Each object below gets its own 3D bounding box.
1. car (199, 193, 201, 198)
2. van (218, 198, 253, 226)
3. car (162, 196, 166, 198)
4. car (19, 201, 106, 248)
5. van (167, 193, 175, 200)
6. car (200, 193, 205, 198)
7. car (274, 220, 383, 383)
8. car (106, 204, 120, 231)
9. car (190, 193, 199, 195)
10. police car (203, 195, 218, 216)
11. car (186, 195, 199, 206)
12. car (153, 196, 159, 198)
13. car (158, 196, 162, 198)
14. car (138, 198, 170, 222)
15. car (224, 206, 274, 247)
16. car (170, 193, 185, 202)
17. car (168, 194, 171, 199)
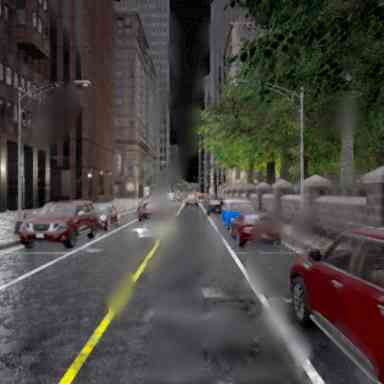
[{"bbox_3d":[2.770,1.314,53.789,2.192,1.841,5.009,0,0,0],"label":"car"},{"bbox_3d":[2.765,1.368,20.642,1.690,1.788,3.998,0,0,0],"label":"van"},{"bbox_3d":[-5.756,1.439,53.779,1.967,1.590,4.097,0,0,0],"label":"car"},{"bbox_3d":[-5.762,1.342,15.110,2.192,1.841,5.009,0,0,0],"label":"car"},{"bbox_3d":[-5.753,1.279,91.485,1.690,1.788,3.998,0,0,0],"label":"van"},{"bbox_3d":[2.769,1.323,48.264,2.192,1.841,5.009,0,0,0],"label":"car"},{"bbox_3d":[2.761,1.326,4.068,2.192,1.841,5.009,0,0,0],"label":"car"},{"bbox_3d":[-5.761,1.467,20.633,1.967,1.590,4.097,0,0,0],"label":"car"},{"bbox_3d":[0.008,1.460,66.750,1.882,1.535,5.008,0,0,0],"label":"car"},{"bbox_3d":[2.369,1.446,33.073,1.930,1.638,5.238,0,0,0],"label":"police car"},{"bbox_3d":[0.024,1.563,53.942,1.994,1.385,4.181,0,0,1],"label":"car"},{"bbox_3d":[-5.758,1.565,42.731,2.008,1.369,4.403,0,0,0],"label":"car"},{"bbox_3d":[-5.757,1.533,48.085,1.752,1.417,4.829,0,0,0],"label":"car"},{"bbox_3d":[-3.093,1.502,26.747,1.882,1.535,5.008,0,0,0],"label":"car"},{"bbox_3d":[2.764,1.572,15.119,1.887,1.381,4.507,0,0,0],"label":"car"},{"bbox_3d":[-2.994,1.301,68.243,1.837,1.490,4.892,0,0,0],"label":"car"},{"bbox_3d":[-5.755,1.543,64.827,1.947,1.339,4.313,0,0,0],"label":"car"}]
